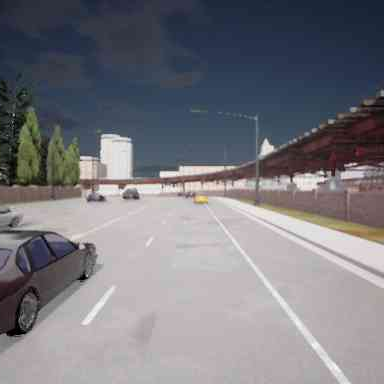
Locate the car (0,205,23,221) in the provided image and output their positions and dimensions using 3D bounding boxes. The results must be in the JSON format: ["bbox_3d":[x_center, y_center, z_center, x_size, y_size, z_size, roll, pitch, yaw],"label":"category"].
[{"bbox_3d":[-10.600,1.360,16.852,1.895,1.301,4.718,0,1,0],"label":"car"}]

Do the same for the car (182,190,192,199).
[{"bbox_3d":[-0.264,0.420,66.538,2.097,1.767,4.553,0,1,-4],"label":"car"}]

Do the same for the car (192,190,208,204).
[{"bbox_3d":[1.218,0.790,46.762,1.801,1.575,5.366,0,1,0],"label":"car"}]

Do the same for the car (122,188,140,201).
[{"bbox_3d":[-10.537,0.400,57.905,2.150,2.045,5.566,0,1,0],"label":"car"}]

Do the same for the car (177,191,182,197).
[{"bbox_3d":[-2.448,0.445,82.167,1.994,1.385,4.181,0,-1,-13],"label":"car"}]

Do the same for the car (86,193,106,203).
[{"bbox_3d":[-14.065,0.868,48.936,1.994,1.385,4.181,0,1,0],"label":"car"}]

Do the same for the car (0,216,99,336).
[{"bbox_3d":[-3.402,1.454,6.434,2.033,1.411,5.357,0,1,0],"label":"car"}]
